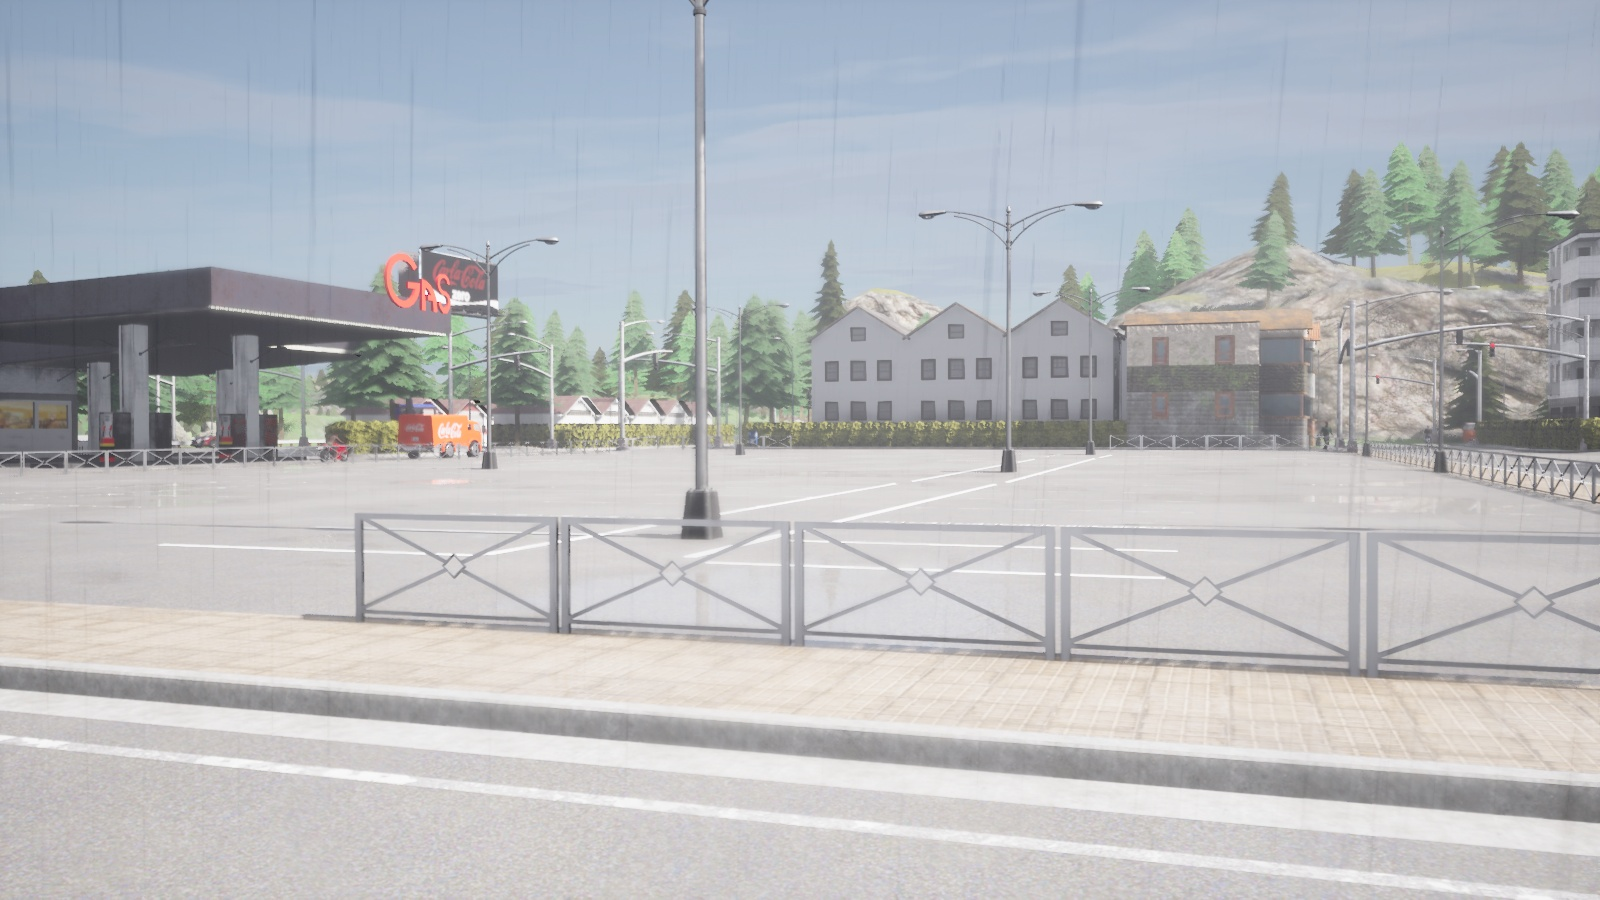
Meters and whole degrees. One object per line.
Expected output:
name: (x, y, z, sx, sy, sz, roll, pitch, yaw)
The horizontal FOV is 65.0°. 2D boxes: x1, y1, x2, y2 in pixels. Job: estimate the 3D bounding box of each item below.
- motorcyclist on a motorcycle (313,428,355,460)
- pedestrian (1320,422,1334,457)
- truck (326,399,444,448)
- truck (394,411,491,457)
motorcyclist on a motorcycle: (-22.780, -0.295, 61.429, 0.797, 1.523, 2.044, 1, 1, 19)
pedestrian: (29.514, -0.580, 70.357, 0.423, 1.949, 0.788, 0, 1, 2)
truck: (-30.369, -1.915, 91.890, 7.936, 3.462, 2.891, 0, 2, 19)
truck: (-19.802, -0.887, 69.828, 2.627, 2.467, 5.204, 1, 1, 19)
